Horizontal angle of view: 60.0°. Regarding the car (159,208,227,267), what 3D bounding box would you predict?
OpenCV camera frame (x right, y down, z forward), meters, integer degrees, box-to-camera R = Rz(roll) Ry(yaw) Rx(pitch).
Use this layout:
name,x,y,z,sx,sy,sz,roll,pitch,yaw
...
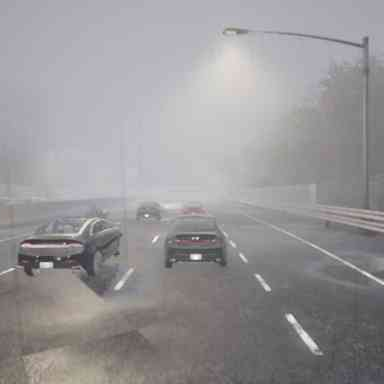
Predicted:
name,x,y,z,sx,sy,sz,roll,pitch,yaw
car,0.107,1.505,11.414,1.837,1.490,4.892,0,0,0

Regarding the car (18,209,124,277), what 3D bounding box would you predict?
name,x,y,z,sx,sy,sz,roll,pitch,yaw
car,-3.393,1.491,10.186,2.128,1.511,4.902,0,0,0

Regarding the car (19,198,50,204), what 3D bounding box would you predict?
name,x,y,z,sx,sy,sz,roll,pitch,yaw
car,-17.568,1.618,38.552,1.895,1.301,4.718,0,0,0

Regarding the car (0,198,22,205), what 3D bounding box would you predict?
name,x,y,z,sx,sy,sz,roll,pitch,yaw
car,-21.057,1.525,40.859,1.837,1.490,4.892,0,0,0

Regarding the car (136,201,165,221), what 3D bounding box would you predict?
name,x,y,z,sx,sy,sz,roll,pitch,yaw
car,-3.382,1.512,27.305,1.837,1.490,4.892,0,0,0

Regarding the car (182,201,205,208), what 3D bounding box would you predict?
name,x,y,z,sx,sy,sz,roll,pitch,yaw
car,0.117,1.534,28.381,1.812,1.442,4.674,0,0,0

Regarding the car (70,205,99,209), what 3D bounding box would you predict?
name,x,y,z,sx,sy,sz,roll,pitch,yaw
car,-6.884,1.551,21.501,2.033,1.411,5.357,0,0,0
